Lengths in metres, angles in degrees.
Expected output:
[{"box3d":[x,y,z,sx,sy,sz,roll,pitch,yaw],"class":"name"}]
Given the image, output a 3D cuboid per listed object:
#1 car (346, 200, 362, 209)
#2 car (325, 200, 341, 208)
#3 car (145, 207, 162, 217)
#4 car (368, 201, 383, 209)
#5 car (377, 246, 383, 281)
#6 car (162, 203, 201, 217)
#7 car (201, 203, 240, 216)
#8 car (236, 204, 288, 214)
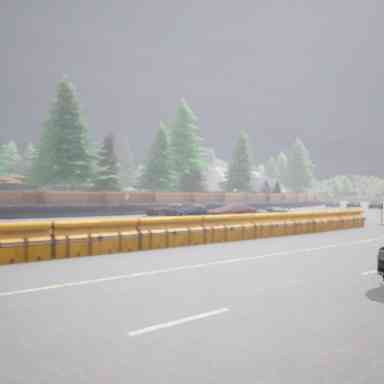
[{"box3d":[29.103,2.202,59.717,2.033,1.411,5.357,0,0,36],"class":"car"},{"box3d":[26.133,2.185,61.575,2.033,1.411,5.357,0,0,36],"class":"car"},{"box3d":[-2.219,1.792,32.709,4.718,1.301,1.895,1,0,-38],"class":"car"},{"box3d":[32.128,2.218,57.952,2.033,1.411,5.357,0,0,36],"class":"car"},{"box3d":[6.622,1.609,8.533,4.902,1.511,2.128,1,0,-36],"class":"car"},{"box3d":[0.058,1.796,30.054,4.718,1.301,1.895,1,0,-38],"class":"car"},{"box3d":[3.463,1.693,28.305,5.008,1.535,1.882,1,0,-39],"class":"car"},{"box3d":[5.939,1.823,25.784,4.718,1.301,1.895,1,0,-39],"class":"car"}]
